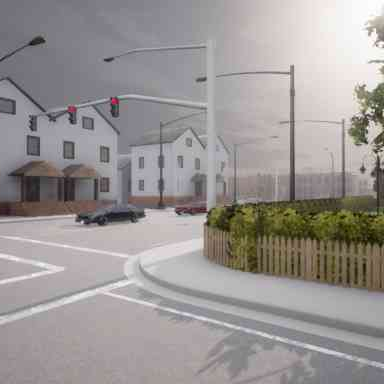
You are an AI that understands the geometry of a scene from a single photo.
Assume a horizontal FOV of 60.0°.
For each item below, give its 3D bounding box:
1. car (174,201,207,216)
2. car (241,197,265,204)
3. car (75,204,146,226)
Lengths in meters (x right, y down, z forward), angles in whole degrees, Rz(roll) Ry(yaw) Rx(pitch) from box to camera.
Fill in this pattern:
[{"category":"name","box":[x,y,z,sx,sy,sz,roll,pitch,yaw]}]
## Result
[{"category":"car","box":[0.312,1.601,32.371,1.895,1.301,4.718,0,0,35]},{"category":"car","box":[7.977,1.498,43.456,1.837,1.490,4.892,0,2,35]},{"category":"car","box":[-5.612,1.547,23.781,2.033,1.411,5.357,0,0,35]}]
